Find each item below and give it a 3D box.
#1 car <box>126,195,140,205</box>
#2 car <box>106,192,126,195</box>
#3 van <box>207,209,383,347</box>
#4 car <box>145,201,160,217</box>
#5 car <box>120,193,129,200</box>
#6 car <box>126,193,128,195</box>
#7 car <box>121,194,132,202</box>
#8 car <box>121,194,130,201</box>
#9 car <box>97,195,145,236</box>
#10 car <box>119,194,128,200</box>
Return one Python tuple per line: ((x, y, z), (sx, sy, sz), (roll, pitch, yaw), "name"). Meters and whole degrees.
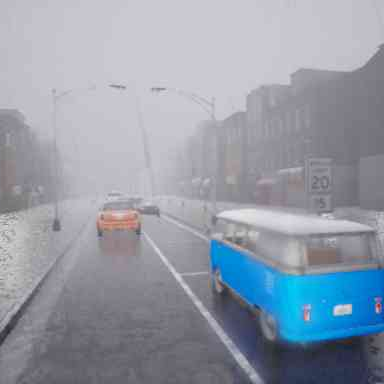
((-9.403, 1.164, 52.619), (1.812, 1.442, 4.674), (-1, 0, -14), "car")
((-9.555, 0.950, 40.768), (2.150, 2.045, 5.566), (-1, 1, -13), "car")
((1.519, 1.276, 6.109), (1.690, 1.788, 3.998), (-1, 1, -14), "van")
((-3.652, 1.359, 27.359), (1.802, 1.307, 4.206), (-1, 1, -14), "car")
((-15.292, 1.008, 75.163), (1.967, 1.590, 4.097), (-1, 0, -14), "car")
((-7.756, 1.147, 45.815), (1.882, 1.535, 5.008), (-1, 0, -14), "car")
((-12.745, 1.123, 64.706), (1.752, 1.417, 4.829), (-1, 0, -14), "car")
((-13.998, 1.164, 69.853), (1.802, 1.307, 4.206), (-1, 0, -14), "car")
((-3.957, 1.221, 17.880), (2.097, 1.767, 4.553), (-1, 1, -14), "car")
((-16.583, 1.138, 80.476), (1.802, 1.307, 4.206), (-1, 0, -14), "car")
